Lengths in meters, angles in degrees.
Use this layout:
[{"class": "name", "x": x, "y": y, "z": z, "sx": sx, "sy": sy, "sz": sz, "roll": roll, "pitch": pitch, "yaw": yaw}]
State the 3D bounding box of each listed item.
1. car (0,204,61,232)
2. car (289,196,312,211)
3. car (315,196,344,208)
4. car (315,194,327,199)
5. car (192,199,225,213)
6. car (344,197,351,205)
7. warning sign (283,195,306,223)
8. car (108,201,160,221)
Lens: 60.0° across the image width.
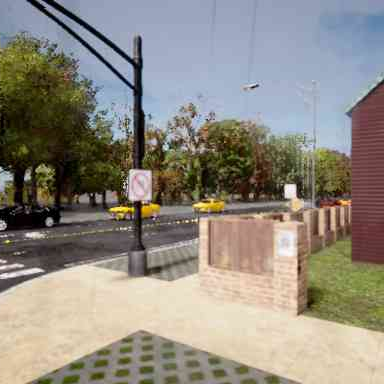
[{"class": "car", "x": -10.597, "y": 1.524, "z": 20.549, "sx": 1.837, "sy": 1.490, "sz": 4.892, "roll": 0, "pitch": 0, "yaw": 35}, {"class": "car", "x": 14.237, "y": 1.654, "z": 43.888, "sx": 1.812, "sy": 1.442, "sz": 4.674, "roll": 0, "pitch": 0, "yaw": 36}, {"class": "car", "x": 18.314, "y": 1.614, "z": 44.017, "sx": 1.882, "sy": 1.535, "sz": 5.008, "roll": 0, "pitch": 0, "yaw": 35}, {"class": "car", "x": 20.181, "y": 1.379, "z": 52.255, "sx": 2.150, "sy": 2.045, "sz": 5.566, "roll": 0, "pitch": 0, "yaw": 35}, {"class": "car", "x": 1.976, "y": 1.567, "z": 38.198, "sx": 1.882, "sy": 1.535, "sz": 5.008, "roll": 0, "pitch": 0, "yaw": 36}, {"class": "car", "x": 24.199, "y": 1.517, "z": 52.204, "sx": 2.097, "sy": 1.767, "sz": 4.553, "roll": 0, "pitch": 0, "yaw": 32}, {"class": "warning sign", "x": 7.325, "y": 1.183, "z": 23.824, "sx": 1.300, "sy": 1.860, "sz": 1.060, "roll": 0, "pitch": 0, "yaw": 35}, {"class": "car", "x": -4.895, "y": 1.530, "z": 28.561, "sx": 1.882, "sy": 1.535, "sz": 5.008, "roll": 0, "pitch": 0, "yaw": 36}]
